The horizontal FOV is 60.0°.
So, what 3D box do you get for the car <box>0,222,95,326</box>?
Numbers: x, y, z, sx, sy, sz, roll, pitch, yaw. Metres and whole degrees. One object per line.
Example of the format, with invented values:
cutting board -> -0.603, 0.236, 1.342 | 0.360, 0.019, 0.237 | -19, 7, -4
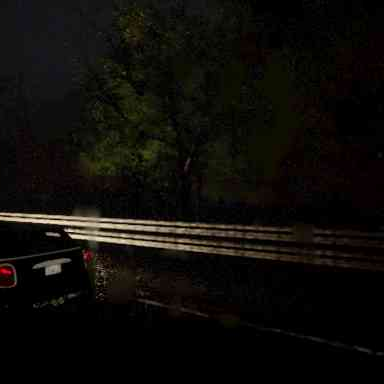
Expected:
car -> -4.223, 1.416, 7.074 | 4.553, 1.767, 2.097 | -1, 0, 34
